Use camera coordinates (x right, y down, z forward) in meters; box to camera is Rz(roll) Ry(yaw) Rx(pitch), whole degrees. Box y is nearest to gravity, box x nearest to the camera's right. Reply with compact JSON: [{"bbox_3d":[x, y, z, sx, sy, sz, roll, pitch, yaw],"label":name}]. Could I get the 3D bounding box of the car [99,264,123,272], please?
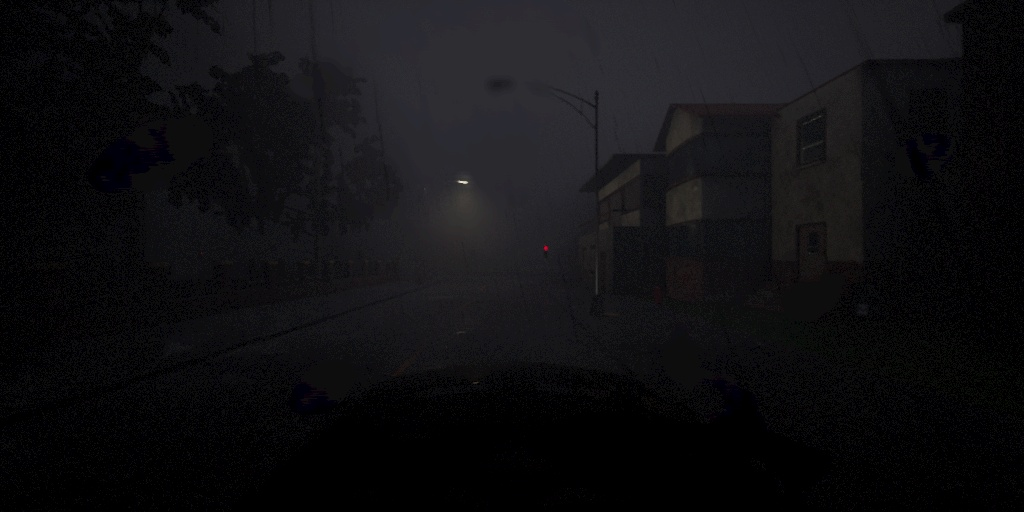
[{"bbox_3d":[-40.898,1.600,38.164,4.892,1.490,1.837,0,-1,0],"label":"car"}]
